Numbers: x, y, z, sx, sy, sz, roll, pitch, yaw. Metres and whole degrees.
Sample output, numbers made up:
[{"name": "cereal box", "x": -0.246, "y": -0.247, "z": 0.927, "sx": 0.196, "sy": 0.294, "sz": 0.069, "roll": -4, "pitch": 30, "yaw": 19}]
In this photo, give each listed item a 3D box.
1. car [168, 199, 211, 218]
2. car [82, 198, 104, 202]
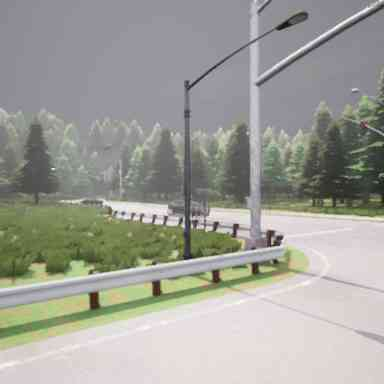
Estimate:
[{"name": "car", "x": -0.314, "y": 1.373, "z": 29.111, "sx": 1.837, "sy": 1.490, "sz": 4.892, "roll": 0, "pitch": 0, "yaw": -36}, {"name": "car", "x": -14.646, "y": 1.471, "z": 49.173, "sx": 1.895, "sy": 1.301, "sz": 4.718, "roll": 0, "pitch": 0, "yaw": -34}]
